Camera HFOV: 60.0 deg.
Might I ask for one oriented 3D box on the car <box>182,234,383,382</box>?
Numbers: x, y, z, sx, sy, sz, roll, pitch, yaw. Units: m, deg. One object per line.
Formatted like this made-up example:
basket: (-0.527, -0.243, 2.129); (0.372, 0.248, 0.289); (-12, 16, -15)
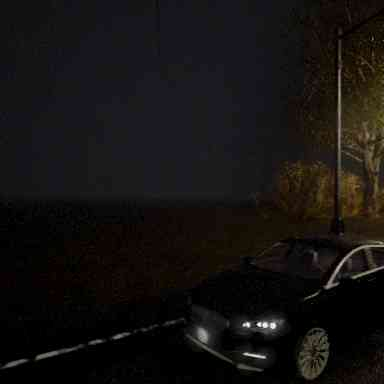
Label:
car: (2.122, 1.522, 5.554); (4.902, 1.511, 2.128); (0, 0, -36)
